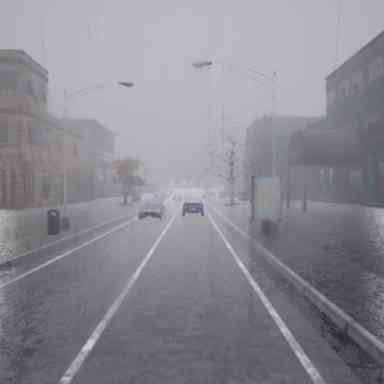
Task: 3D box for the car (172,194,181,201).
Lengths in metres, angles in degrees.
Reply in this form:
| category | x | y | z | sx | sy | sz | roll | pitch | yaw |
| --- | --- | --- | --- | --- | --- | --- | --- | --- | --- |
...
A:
| category | x | y | z | sx | sy | sz | roll | pitch | yaw |
| --- | --- | --- | --- | --- | --- | --- | --- | --- | --- |
| car | -3.007 | 1.163 | 68.008 | 2.128 | 1.511 | 4.902 | 0 | 0 | 0 |

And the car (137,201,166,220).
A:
| category | x | y | z | sx | sy | sz | roll | pitch | yaw |
| --- | --- | --- | --- | --- | --- | --- | --- | --- | --- |
| car | -3.101 | 1.411 | 26.787 | 2.033 | 1.411 | 5.357 | 0 | 0 | 0 |

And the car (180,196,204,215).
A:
| category | x | y | z | sx | sy | sz | roll | pitch | yaw |
| --- | --- | --- | --- | --- | --- | --- | --- | --- | --- |
| car | 0.098 | 1.309 | 31.185 | 1.882 | 1.535 | 5.008 | 0 | 0 | 0 |
